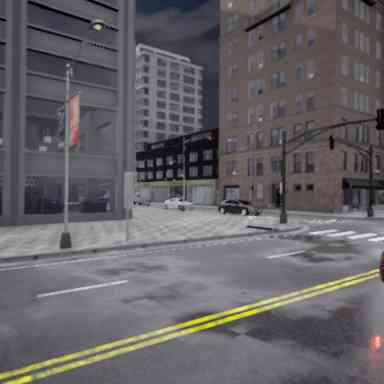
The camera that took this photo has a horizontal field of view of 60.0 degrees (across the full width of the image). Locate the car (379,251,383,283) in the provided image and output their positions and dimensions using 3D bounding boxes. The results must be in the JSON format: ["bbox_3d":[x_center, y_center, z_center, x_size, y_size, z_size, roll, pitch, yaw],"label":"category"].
[{"bbox_3d":[6.218,1.527,7.881,4.674,1.442,1.812,0,0,-36],"label":"car"}]

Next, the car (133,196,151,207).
[{"bbox_3d":[-7.607,1.325,47.281,1.837,1.490,4.892,1,0,-36],"label":"car"}]

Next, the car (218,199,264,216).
[{"bbox_3d":[4.391,1.411,30.594,1.837,1.490,4.892,1,0,-36],"label":"car"}]

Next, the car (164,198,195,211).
[{"bbox_3d":[-1.548,1.390,38.866,1.812,1.442,4.674,1,0,-36],"label":"car"}]
